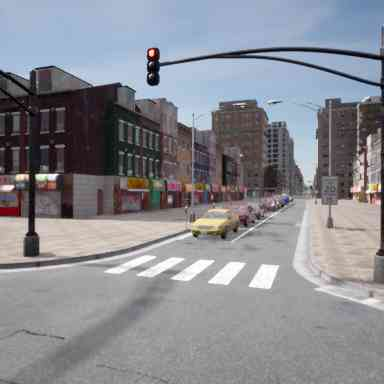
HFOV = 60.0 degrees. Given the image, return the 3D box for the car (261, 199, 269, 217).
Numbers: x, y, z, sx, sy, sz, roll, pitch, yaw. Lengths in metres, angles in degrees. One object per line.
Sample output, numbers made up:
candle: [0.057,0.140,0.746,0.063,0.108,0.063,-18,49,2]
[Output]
car: [5.110,1.540,28.061,1.802,1.307,4.206,1,0,19]

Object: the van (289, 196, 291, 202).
van: [16.271,1.319,59.787,1.690,1.788,3.998,1,0,19]

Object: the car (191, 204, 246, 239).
car: [1.334,1.488,17.325,1.752,1.417,4.829,1,0,19]

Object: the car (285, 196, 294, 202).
car: [23.709,1.577,80.940,1.947,1.339,4.313,1,0,19]

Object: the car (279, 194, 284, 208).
car: [10.691,1.404,43.923,1.967,1.590,4.097,1,0,19]

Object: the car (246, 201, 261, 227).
car: [3.250,1.505,22.772,1.887,1.381,4.507,1,0,19]

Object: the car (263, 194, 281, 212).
car: [8.831,1.401,38.636,1.967,1.590,4.097,1,0,19]

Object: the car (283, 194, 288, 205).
car: [12.552,1.283,49.211,2.192,1.841,5.009,1,0,19]
